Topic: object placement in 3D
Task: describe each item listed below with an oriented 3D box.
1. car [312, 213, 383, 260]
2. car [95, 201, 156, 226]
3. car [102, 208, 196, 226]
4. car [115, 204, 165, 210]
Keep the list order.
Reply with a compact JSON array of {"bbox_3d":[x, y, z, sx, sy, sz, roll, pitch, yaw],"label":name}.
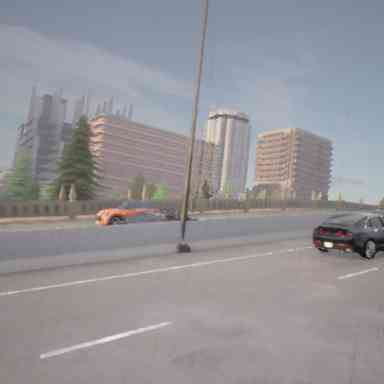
[{"bbox_3d":[6.630,1.559,12.766,4.892,1.490,1.837,0,0,-35],"label":"car"},{"bbox_3d":[-4.181,1.394,22.498,4.553,1.767,2.097,0,0,-35],"label":"car"},{"bbox_3d":[-1.539,1.634,15.787,4.718,1.301,1.895,0,0,-35],"label":"car"},{"bbox_3d":[-2.059,1.605,19.712,4.181,1.385,1.994,0,0,-35],"label":"car"}]
